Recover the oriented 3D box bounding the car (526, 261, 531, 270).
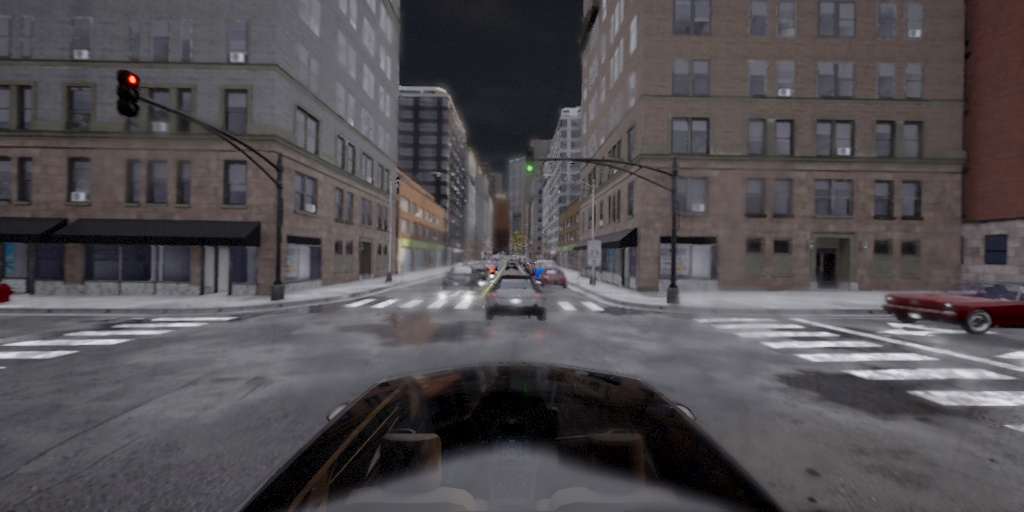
[{"bbox_3d":[2.747,1.478,35.805,1.888,1.381,4.507,0,0,0],"label":"car"}]

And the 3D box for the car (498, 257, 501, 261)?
[{"bbox_3d":[-3.032,1.351,52.085,1.882,1.535,5.008,1,0,0],"label":"car"}]

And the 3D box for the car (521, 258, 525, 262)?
[{"bbox_3d":[3.092,1.494,64.860,1.812,1.442,4.674,1,0,0],"label":"car"}]

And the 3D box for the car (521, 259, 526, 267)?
[{"bbox_3d":[2.717,1.547,52.470,1.802,1.307,4.207,0,0,0],"label":"car"}]

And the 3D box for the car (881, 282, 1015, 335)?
[{"bbox_3d":[13.540,1.388,10.107,4.718,1.301,1.895,0,0,0],"label":"car"}]

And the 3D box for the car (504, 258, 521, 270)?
[{"bbox_3d":[-0.028,1.426,52.954,1.837,1.490,4.892,1,0,0],"label":"car"}]

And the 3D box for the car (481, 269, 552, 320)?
[{"bbox_3d":[0.130,1.364,12.923,1.994,1.385,4.181,1,0,0],"label":"car"}]

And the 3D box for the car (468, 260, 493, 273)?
[{"bbox_3d":[-3.091,1.372,32.119,2.033,1.411,5.357,1,0,0],"label":"car"}]

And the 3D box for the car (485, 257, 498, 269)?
[{"bbox_3d":[-3.069,1.212,42.029,2.097,1.767,4.553,1,0,0],"label":"car"}]

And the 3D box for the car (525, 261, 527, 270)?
[{"bbox_3d":[2.737,1.533,41.362,1.802,1.307,4.207,0,0,0],"label":"car"}]

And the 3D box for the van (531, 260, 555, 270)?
[{"bbox_3d":[2.757,1.252,30.254,1.690,1.789,3.998,0,0,0],"label":"van"}]

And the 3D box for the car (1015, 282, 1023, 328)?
[{"bbox_3d":[13.412,1.133,6.855,4.553,1.767,2.097,0,0,0],"label":"car"}]

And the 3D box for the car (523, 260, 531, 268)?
[{"bbox_3d":[2.727,1.544,46.914,1.802,1.307,4.207,0,0,0],"label":"car"}]

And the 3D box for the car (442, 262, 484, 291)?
[{"bbox_3d":[-3.076,1.312,22.468,1.812,1.442,4.674,1,0,2],"label":"car"}]

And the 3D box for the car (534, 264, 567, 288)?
[{"bbox_3d":[2.767,1.471,24.702,1.802,1.307,4.207,0,0,0],"label":"car"}]
